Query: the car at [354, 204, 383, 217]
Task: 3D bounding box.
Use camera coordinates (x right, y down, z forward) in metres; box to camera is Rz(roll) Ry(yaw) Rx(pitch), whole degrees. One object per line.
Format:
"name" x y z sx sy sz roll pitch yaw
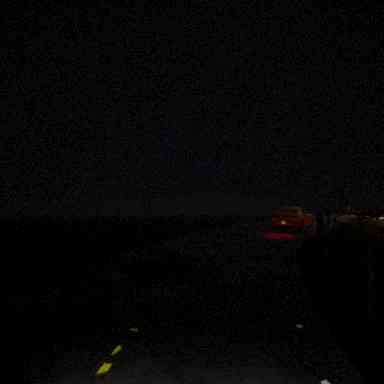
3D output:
"car" 19.777 2.037 36.203 5.357 1.411 2.033 1 -1 -35

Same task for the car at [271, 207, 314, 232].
"car" 6.815 1.736 22.363 1.882 1.535 5.008 0 -1 30
